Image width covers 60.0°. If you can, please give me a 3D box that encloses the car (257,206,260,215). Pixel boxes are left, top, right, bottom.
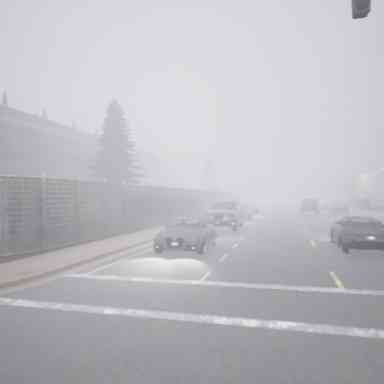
[{"bbox_3d":[7.666,2.233,42.746,1.994,1.385,4.181,-1,-1,16],"label":"car"}]

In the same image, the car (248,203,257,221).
[{"bbox_3d":[4.967,1.878,33.081,2.097,1.767,4.553,-1,-1,15],"label":"car"}]

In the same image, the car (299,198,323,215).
[{"bbox_3d":[14.776,1.790,41.799,2.150,2.045,5.566,-1,-1,17],"label":"car"}]

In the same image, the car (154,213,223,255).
[{"bbox_3d":[-0.135,1.813,14.536,1.994,1.385,4.181,-1,-1,15],"label":"car"}]

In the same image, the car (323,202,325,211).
[{"bbox_3d":[21.187,2.237,51.762,1.994,1.385,4.181,-1,-1,15],"label":"car"}]

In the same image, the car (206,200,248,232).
[{"bbox_3d":[2.368,1.607,23.664,2.150,2.045,5.566,-1,-1,15],"label":"car"}]

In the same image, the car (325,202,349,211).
[{"bbox_3d":[18.475,2.017,41.890,2.128,1.511,4.902,-1,-1,15],"label":"car"}]

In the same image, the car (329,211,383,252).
[{"bbox_3d":[7.267,1.723,14.414,1.994,1.385,4.181,-1,-1,16],"label":"car"}]
